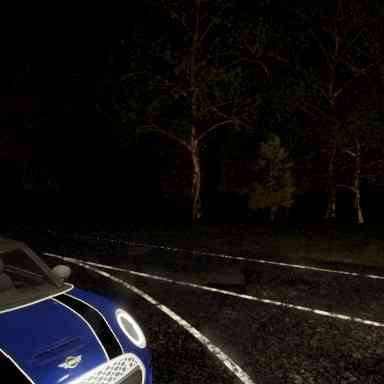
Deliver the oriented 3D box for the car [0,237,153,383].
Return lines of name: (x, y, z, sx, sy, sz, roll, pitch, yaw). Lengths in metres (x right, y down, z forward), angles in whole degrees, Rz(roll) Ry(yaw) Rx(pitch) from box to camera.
car: (-2.596, 1.338, 3.735, 4.553, 1.767, 2.097, 1, 0, 35)
